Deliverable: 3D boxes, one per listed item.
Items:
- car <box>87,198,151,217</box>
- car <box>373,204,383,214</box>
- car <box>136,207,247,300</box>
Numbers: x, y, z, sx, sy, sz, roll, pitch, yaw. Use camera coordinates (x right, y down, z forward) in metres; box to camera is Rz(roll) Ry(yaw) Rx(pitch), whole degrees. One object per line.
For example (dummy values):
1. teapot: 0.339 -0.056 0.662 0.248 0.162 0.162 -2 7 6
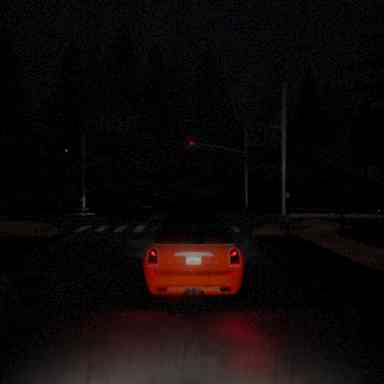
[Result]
1. car: -6.015 1.242 27.789 5.357 1.411 2.033 1 0 18
2. car: 17.775 1.283 27.709 4.718 1.301 1.895 0 0 0
3. car: 0.040 1.305 8.437 2.097 1.767 4.553 0 0 0
